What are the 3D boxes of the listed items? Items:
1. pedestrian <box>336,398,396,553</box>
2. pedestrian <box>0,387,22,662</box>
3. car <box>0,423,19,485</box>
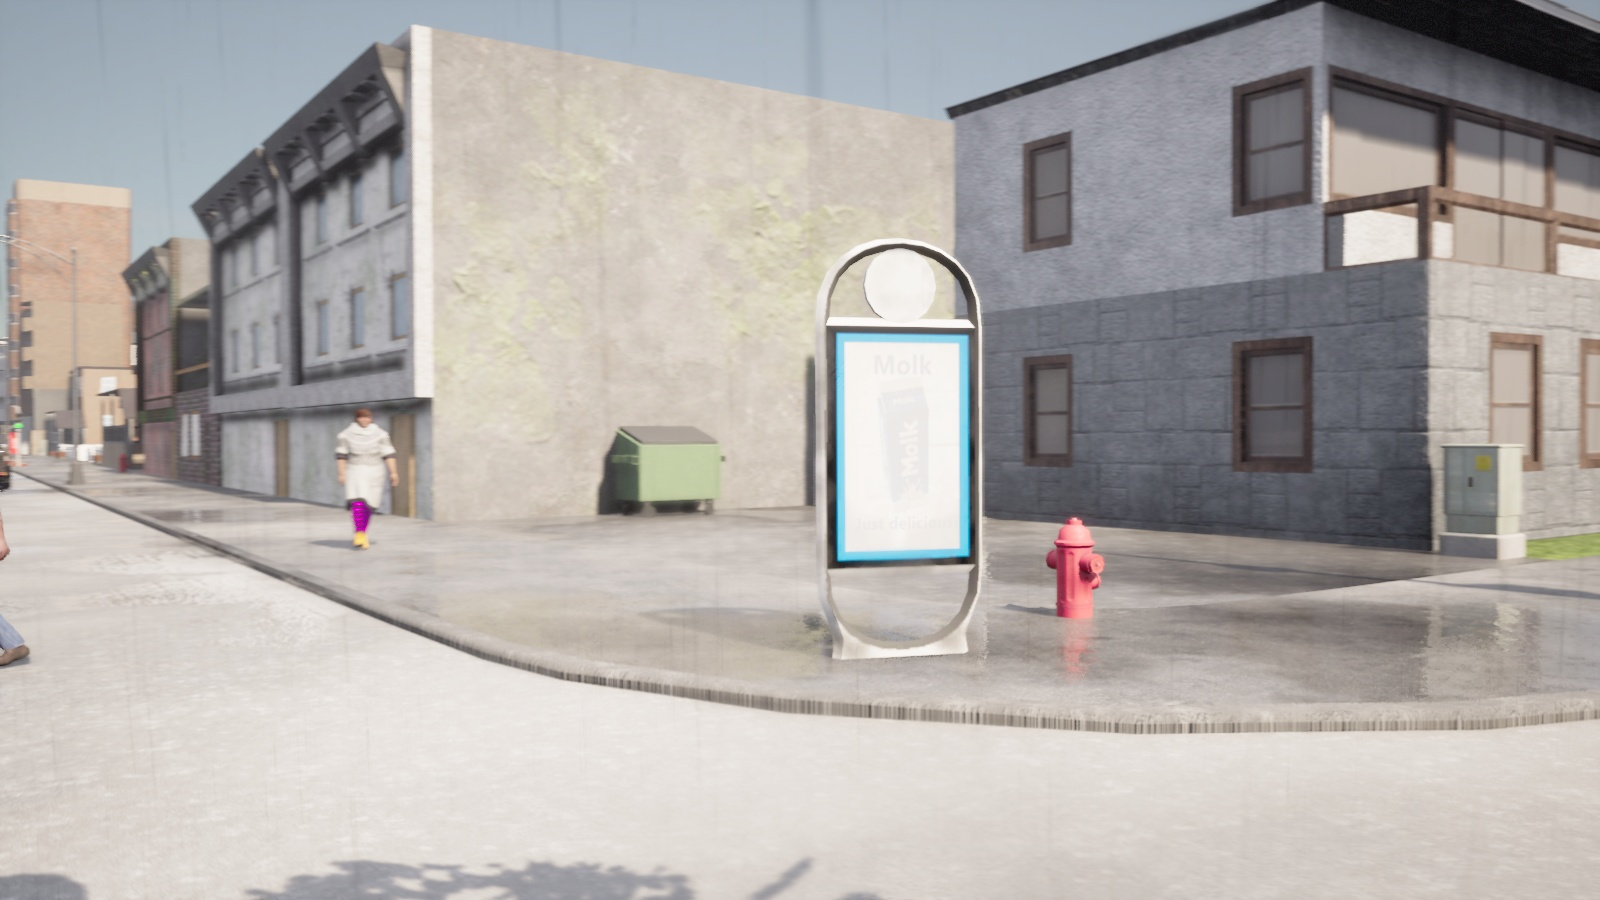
[{"bbox_3d":[-5.649,0.319,16.330,0.659,1.952,0.873,0,1,-24],"label":"pedestrian"},{"bbox_3d":[-5.617,0.500,8.304,0.354,1.836,0.706,1,1,30],"label":"pedestrian"},{"bbox_3d":[-25.710,0.085,39.314,1.932,1.855,4.605,0,1,-35],"label":"car"}]
